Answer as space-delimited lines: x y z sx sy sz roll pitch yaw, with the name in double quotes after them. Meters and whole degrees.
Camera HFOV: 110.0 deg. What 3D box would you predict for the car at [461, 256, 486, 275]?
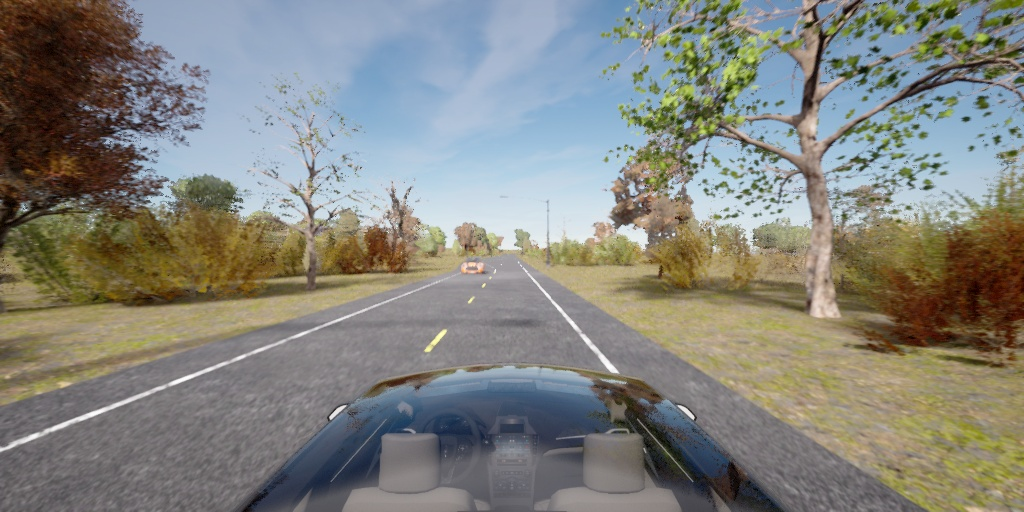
-3.764 0.898 35.552 2.097 1.767 4.553 0 0 -1 "car"
